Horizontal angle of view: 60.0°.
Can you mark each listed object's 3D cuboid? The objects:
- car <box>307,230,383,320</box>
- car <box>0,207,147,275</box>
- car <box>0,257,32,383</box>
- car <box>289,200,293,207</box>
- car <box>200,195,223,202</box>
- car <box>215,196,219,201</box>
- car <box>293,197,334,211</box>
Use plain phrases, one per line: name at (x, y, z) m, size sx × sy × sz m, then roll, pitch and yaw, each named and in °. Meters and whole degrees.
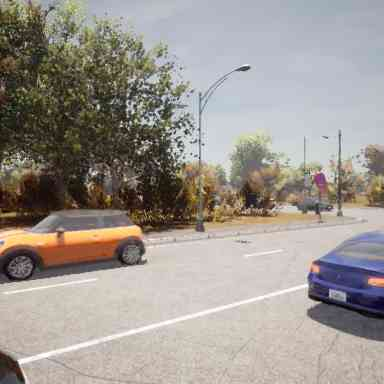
car at (4.257, 1.526, 6.794) m, size 4.674 × 1.442 × 1.812 m, roll 0°, pitch 0°, yaw -36°
car at (-3.726, 1.352, 9.937) m, size 4.553 × 1.767 × 2.097 m, roll 0°, pitch 0°, yaw -36°
car at (-3.339, 1.492, 1.362) m, size 4.902 × 1.511 × 2.128 m, roll 0°, pitch 0°, yaw -36°
car at (16.666, 1.475, 49.520) m, size 1.882 × 1.535 × 5.008 m, roll 0°, pitch 0°, yaw -32°
car at (4.077, 1.336, 69.381) m, size 2.033 × 1.411 × 5.357 m, roll 0°, pitch 1°, yaw -33°
car at (3.934, 1.459, 56.262) m, size 1.812 × 1.442 × 4.674 m, roll 0°, pitch 1°, yaw -32°
car at (14.574, 1.564, 39.447) m, size 1.994 × 1.385 × 4.181 m, roll 0°, pitch 0°, yaw -32°
